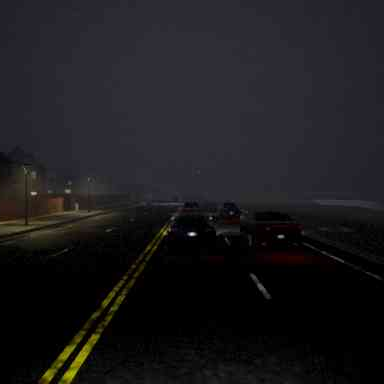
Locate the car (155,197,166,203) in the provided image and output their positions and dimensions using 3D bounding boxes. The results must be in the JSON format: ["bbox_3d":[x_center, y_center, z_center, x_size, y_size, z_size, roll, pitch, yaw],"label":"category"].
[{"bbox_3d":[-6.499,1.666,69.235,2.033,1.411,5.357,0,0,0],"label":"car"}]

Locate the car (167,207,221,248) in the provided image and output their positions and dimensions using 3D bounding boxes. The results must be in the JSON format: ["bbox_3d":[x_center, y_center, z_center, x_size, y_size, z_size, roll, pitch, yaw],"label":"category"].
[{"bbox_3d":[0.000,1.572,14.650,1.994,1.385,4.181,0,0,0],"label":"car"}]

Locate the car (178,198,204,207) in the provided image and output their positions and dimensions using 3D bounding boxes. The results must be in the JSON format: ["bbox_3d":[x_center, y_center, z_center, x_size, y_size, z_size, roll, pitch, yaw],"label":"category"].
[{"bbox_3d":[0.000,1.523,29.651,1.837,1.490,4.892,0,0,0],"label":"car"}]

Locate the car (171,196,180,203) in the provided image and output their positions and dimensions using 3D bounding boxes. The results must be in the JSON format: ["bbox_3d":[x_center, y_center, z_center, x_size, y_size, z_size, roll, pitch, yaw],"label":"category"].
[{"bbox_3d":[-3.250,1.617,69.235,1.837,1.490,4.892,0,0,0],"label":"car"}]

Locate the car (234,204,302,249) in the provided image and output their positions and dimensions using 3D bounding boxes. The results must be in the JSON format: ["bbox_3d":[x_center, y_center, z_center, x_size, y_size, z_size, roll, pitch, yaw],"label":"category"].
[{"bbox_3d":[3.250,1.484,14.650,1.882,1.535,5.008,0,0,0],"label":"car"}]

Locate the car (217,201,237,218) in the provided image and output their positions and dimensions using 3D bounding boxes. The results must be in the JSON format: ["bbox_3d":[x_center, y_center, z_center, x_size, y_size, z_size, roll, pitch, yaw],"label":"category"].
[{"bbox_3d":[3.250,1.540,29.651,1.812,1.442,4.674,0,0,0],"label":"car"}]
